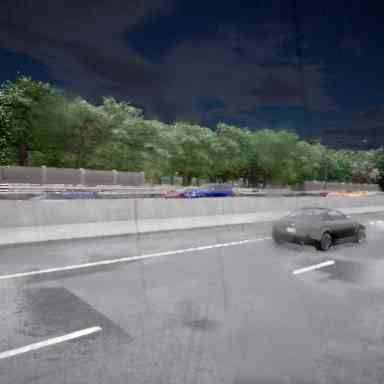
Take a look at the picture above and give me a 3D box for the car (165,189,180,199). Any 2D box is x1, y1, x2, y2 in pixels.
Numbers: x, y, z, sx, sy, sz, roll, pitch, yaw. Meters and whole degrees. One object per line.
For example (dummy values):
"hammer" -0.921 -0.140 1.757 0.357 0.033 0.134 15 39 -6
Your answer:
"car" -0.684 0.274 35.608 4.674 1.442 1.812 1 2 -41

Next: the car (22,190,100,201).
"car" -7.034 0.750 16.269 4.181 1.385 1.994 0 3 -41

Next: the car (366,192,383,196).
"car" 30.355 0.824 53.353 4.892 1.490 1.837 0 3 -41

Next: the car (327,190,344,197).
"car" 25.727 0.368 58.574 4.553 1.767 2.097 1 2 -41

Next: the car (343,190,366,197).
"car" 28.006 0.637 55.935 5.008 1.535 1.882 0 3 -41

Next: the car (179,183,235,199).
"car" 1.875 0.145 33.180 5.566 2.045 2.150 1 2 -41

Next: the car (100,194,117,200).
"car" -7.222 0.574 20.710 5.357 1.411 2.033 0 3 -40

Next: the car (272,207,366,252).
"car" 4.907 1.277 12.657 4.181 1.385 1.994 0 3 -41
